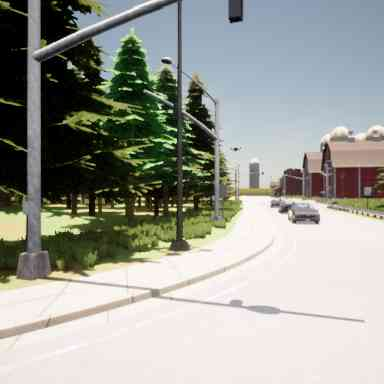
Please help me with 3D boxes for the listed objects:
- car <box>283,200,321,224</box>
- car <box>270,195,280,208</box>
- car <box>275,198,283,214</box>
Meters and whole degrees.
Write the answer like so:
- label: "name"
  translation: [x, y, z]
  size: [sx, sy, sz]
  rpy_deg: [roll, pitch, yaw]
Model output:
- label: "car"
  translation: [8.388, 1.540, 25.308]
  size: [2.033, 1.411, 5.357]
  rpy_deg: [0, 0, 10]
- label: "car"
  translation: [12.178, 1.552, 47.184]
  size: [1.994, 1.385, 4.181]
  rpy_deg: [0, 0, 9]
- label: "car"
  translation: [10.148, 1.592, 34.983]
  size: [1.895, 1.301, 4.718]
  rpy_deg: [0, 0, 10]
